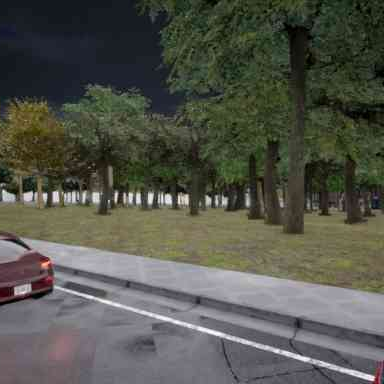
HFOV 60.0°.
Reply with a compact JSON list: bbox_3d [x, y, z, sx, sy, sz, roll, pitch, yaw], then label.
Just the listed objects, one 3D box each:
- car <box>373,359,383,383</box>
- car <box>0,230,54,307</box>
[{"bbox_3d":[3.707,1.224,1.040,5.566,2.045,2.150,0,0,35],"label":"car"},{"bbox_3d":[-4.807,1.524,7.101,4.674,1.442,1.812,0,0,35],"label":"car"}]
